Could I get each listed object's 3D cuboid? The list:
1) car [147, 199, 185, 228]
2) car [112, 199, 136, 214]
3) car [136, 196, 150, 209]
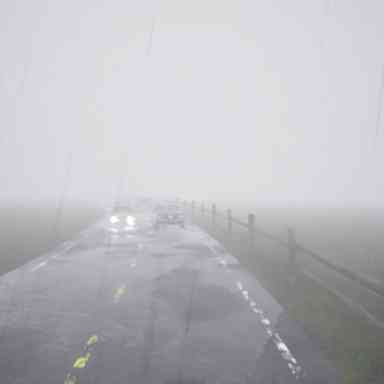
[{"bbox_3d":[-1.600,1.417,21.107,2.033,1.411,5.357,0,1,-9],"label":"car"},{"bbox_3d":[-6.626,1.375,31.694,1.895,1.301,4.718,0,0,-13],"label":"car"},{"bbox_3d":[-6.059,1.214,40.797,1.837,1.490,4.892,0,1,-16],"label":"car"}]
